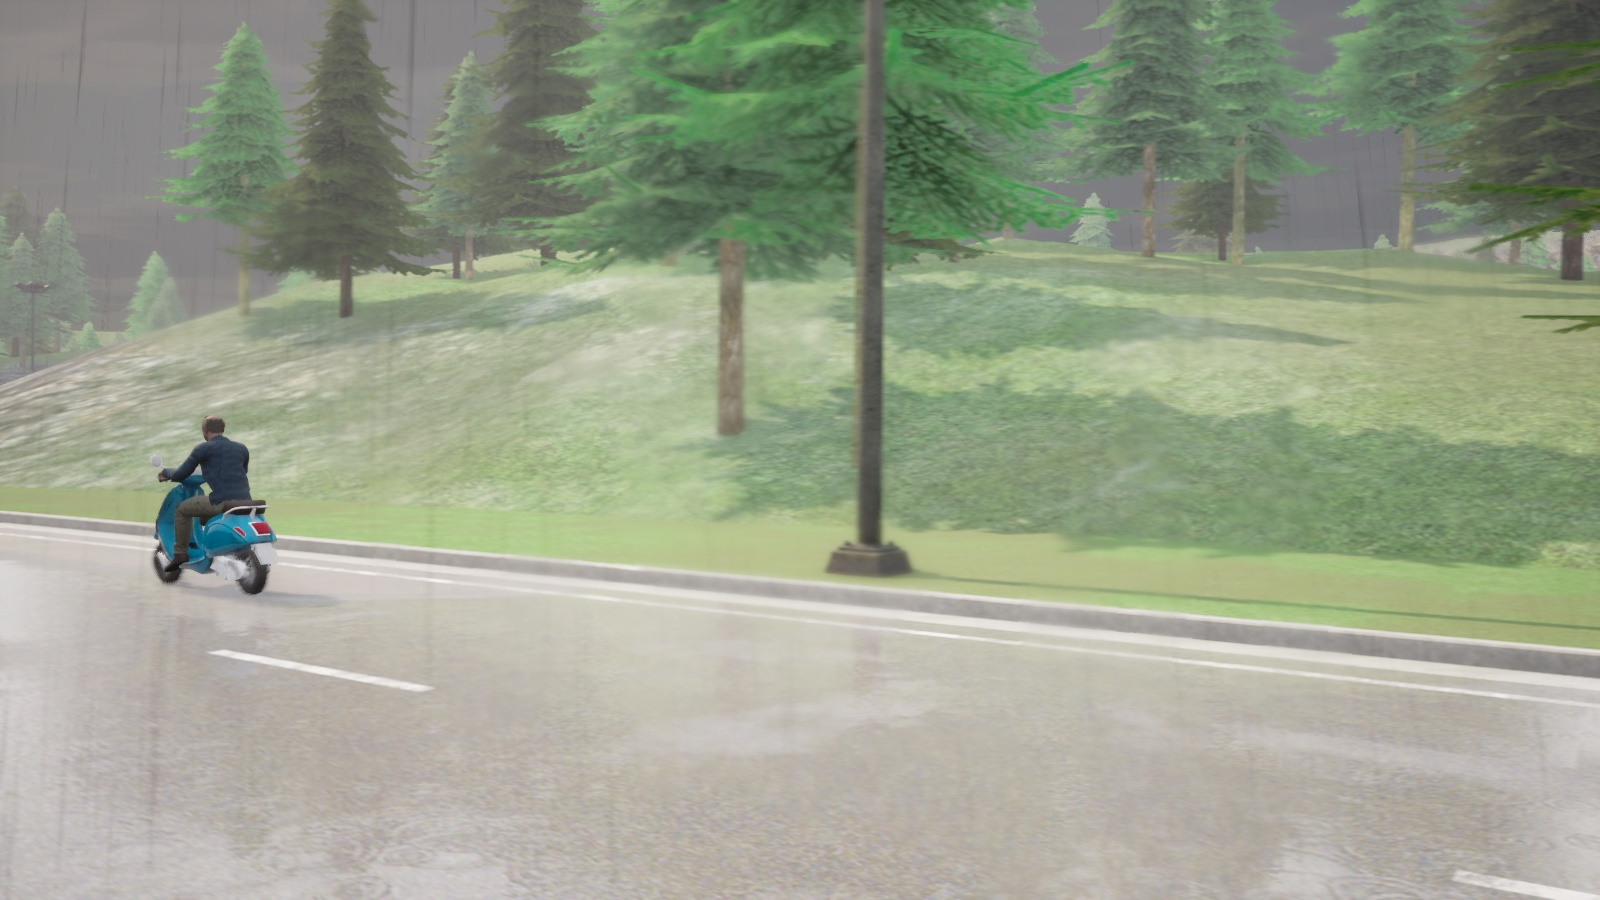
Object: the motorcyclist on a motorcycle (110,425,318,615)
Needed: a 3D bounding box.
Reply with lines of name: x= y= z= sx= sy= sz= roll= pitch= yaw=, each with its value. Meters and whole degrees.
motorcyclist on a motorcycle: x=-5.308 y=0.578 z=11.351 sx=1.817 sy=1.590 sz=0.866 roll=0 pitch=1 yaw=34
